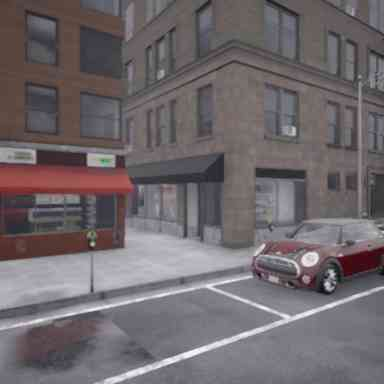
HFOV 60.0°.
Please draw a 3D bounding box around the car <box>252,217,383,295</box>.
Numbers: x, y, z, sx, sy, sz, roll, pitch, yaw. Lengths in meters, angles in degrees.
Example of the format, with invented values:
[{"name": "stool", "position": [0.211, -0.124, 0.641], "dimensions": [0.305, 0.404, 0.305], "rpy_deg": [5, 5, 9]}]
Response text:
[{"name": "car", "position": [3.465, 1.440, 8.645], "dimensions": [4.097, 1.590, 1.967], "rpy_deg": [0, 0, -35]}]
